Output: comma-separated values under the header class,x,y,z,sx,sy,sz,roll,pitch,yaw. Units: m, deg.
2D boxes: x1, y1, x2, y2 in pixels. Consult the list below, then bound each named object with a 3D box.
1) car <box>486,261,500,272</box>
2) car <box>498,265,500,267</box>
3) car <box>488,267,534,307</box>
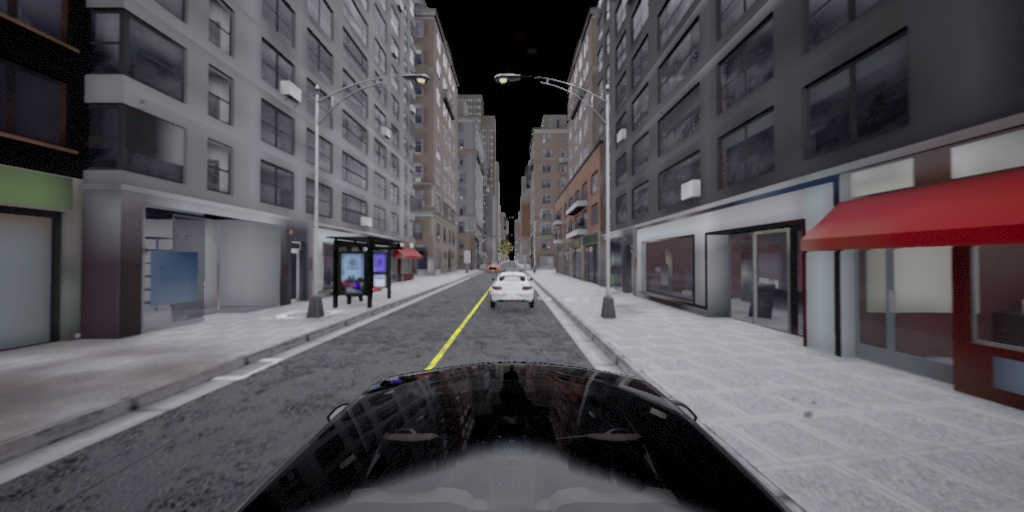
class,x,y,z,sx,sy,sz,roll,pitch,yaw
car,-2.948,1.675,57.517,2.097,1.767,4.553,0,0,0
car,0.030,1.645,30.954,1.895,1.301,4.718,0,-1,0
car,0.019,1.420,16.218,1.812,1.442,4.674,0,0,0
